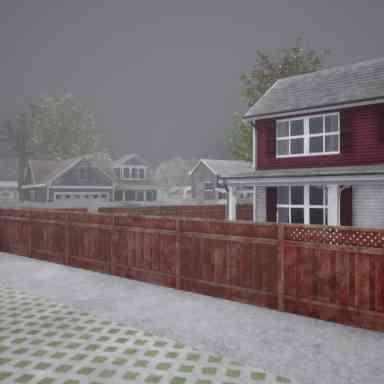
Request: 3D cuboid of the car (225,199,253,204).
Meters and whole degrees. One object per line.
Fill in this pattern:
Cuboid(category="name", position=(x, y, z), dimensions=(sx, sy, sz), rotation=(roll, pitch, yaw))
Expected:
Cuboid(category="car", position=(4.360, 1.526, 33.507), dimensions=(4.553, 1.767, 2.097), rotation=(0, 0, -34))

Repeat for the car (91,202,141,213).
Cuboid(category="car", position=(-5.735, 1.619, 26.453), dimensions=(4.892, 1.490, 1.837), rotation=(0, 0, -36))
